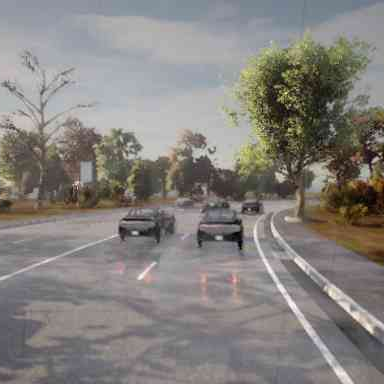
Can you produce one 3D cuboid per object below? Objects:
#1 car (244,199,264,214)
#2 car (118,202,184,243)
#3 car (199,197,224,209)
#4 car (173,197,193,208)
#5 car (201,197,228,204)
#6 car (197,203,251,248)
[{"bbox_3d":[6.631,1.505,36.149,1.837,1.490,4.892,0,0,19],"label":"car"},{"bbox_3d":[-1.999,1.470,16.062,2.128,1.511,4.902,0,0,8],"label":"car"},{"bbox_3d":[2.781,1.441,45.970,1.882,1.535,5.008,0,0,24],"label":"car"},{"bbox_3d":[-1.296,1.467,45.300,1.812,1.442,4.674,0,0,22],"label":"car"},{"bbox_3d":[2.627,1.331,35.238,2.097,1.767,4.553,0,0,18],"label":"car"},{"bbox_3d":[1.334,1.485,14.737,2.128,1.511,4.902,0,0,8],"label":"car"}]
